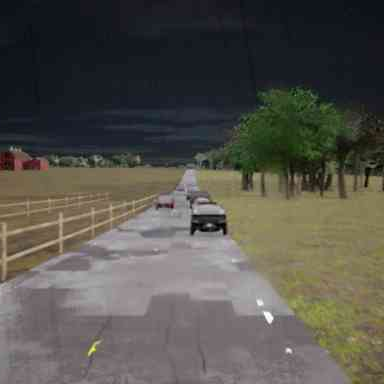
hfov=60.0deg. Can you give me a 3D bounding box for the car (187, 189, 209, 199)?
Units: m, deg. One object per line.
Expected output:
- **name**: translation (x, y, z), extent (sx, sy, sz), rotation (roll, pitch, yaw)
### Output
- **car**: translation (0.832, 0.853, 34.247), extent (2.150, 2.045, 5.566), rotation (0, 1, 0)

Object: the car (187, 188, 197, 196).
- **car**: translation (0.014, -0.031, 68.830), extent (1.895, 1.301, 4.718), rotation (0, 3, 0)

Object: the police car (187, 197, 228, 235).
- **police car**: translation (0.829, 1.334, 18.338), extent (1.930, 1.638, 5.238), rotation (0, 1, 0)

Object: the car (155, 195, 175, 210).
- **car**: translation (-2.835, 1.067, 35.852), extent (1.882, 1.535, 5.008), rotation (0, 1, 0)

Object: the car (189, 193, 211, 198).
- **car**: translation (0.831, 1.211, 28.415), extent (1.801, 1.575, 5.366), rotation (0, 1, 0)

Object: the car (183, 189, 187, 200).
- **car**: translation (0.011, 0.640, 53.570), extent (1.895, 1.301, 4.718), rotation (0, 2, 0)

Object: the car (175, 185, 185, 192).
- **car**: translation (-2.735, -0.874, 77.357), extent (2.097, 1.767, 4.553), rotation (0, 3, 0)
